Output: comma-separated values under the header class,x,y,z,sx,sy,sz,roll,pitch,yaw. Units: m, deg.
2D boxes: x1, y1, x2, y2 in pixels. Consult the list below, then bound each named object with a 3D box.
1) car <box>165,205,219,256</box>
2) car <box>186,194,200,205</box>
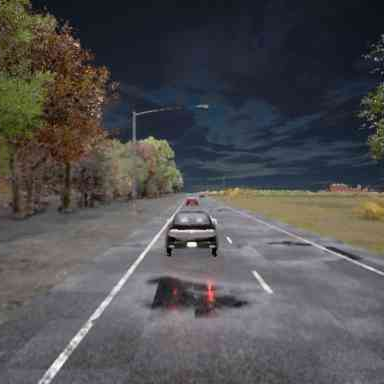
class,x,y,z,sx,sy,sz,roll,pitch,yaw
car,-0.001,1.496,13.229,2.128,1.511,4.902,0,0,0
car,-0.003,1.484,55.416,1.882,1.535,5.008,0,0,0
